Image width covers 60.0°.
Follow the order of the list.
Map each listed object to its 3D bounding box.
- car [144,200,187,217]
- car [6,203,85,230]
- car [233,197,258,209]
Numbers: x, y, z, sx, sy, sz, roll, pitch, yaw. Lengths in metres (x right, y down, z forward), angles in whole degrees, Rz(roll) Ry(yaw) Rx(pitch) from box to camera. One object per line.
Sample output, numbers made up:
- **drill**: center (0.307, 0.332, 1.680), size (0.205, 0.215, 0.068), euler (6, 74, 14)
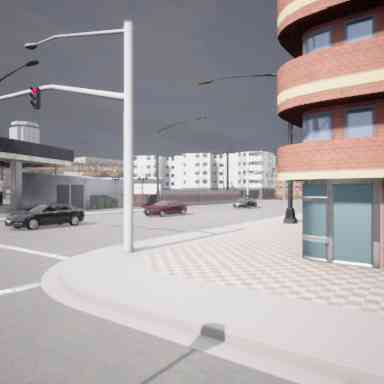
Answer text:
- **car**: center (-2.405, 1.472, 31.168), size (1.882, 1.535, 5.008), euler (0, 0, 35)
- **car**: center (-9.211, 1.499, 21.241), size (1.837, 1.490, 4.892), euler (0, 0, 34)
- **car**: center (7.259, 1.486, 45.139), size (2.128, 1.511, 4.902), euler (0, 0, 35)
